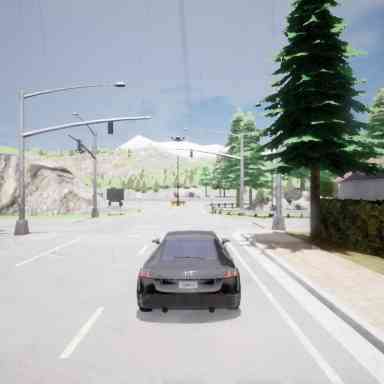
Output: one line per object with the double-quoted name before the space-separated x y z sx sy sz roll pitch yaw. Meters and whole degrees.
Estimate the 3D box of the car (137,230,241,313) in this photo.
"car" -0.033 1.574 7.816 1.994 1.385 4.181 0 0 1
